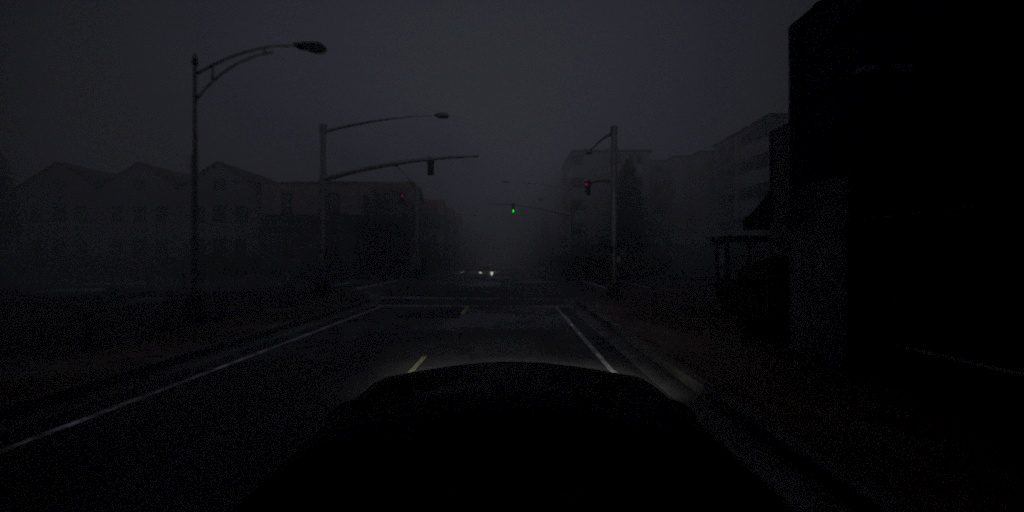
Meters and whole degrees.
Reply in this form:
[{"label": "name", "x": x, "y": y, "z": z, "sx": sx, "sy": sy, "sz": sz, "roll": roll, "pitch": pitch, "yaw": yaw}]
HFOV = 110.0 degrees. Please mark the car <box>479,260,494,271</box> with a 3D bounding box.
[{"label": "car", "x": -3.557, "y": 1.332, "z": 51.316, "sx": 1.882, "sy": 1.535, "sz": 5.008, "roll": 0, "pitch": 0, "yaw": 0}]
